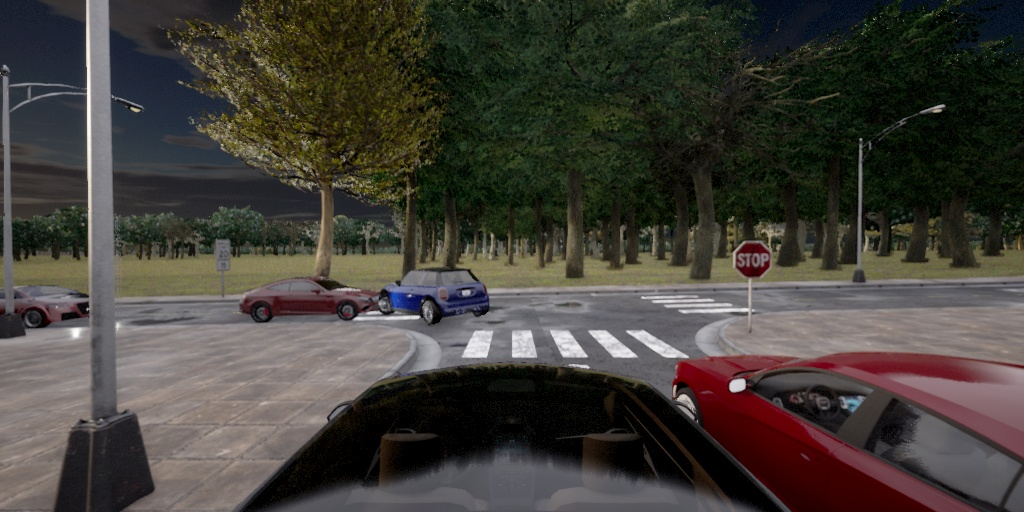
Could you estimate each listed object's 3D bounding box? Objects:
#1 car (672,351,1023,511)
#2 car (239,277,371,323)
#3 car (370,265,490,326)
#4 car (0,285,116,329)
[{"bbox_3d":[2.637,1.296,2.240,1.888,1.381,4.507,0,0,0],"label":"car"},{"bbox_3d":[-7.006,1.461,12.703,4.674,1.442,1.812,-1,1,0],"label":"car"},{"bbox_3d":[-2.862,1.179,12.511,2.097,1.767,4.553,-2,1,-44],"label":"car"},{"bbox_3d":[-16.949,1.740,12.725,4.181,1.385,1.994,-1,1,0],"label":"car"}]
